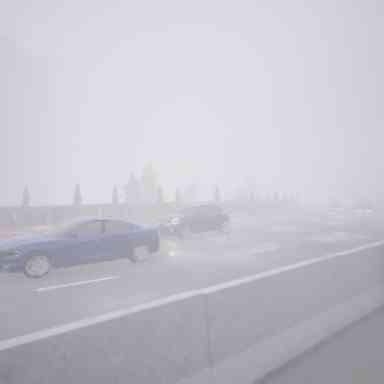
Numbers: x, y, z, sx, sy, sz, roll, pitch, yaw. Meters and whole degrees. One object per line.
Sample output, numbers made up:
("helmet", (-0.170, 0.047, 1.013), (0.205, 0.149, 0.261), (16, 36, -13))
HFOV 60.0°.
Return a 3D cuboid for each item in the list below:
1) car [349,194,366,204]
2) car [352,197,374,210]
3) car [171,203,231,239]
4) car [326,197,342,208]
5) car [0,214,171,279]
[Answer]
("car", (33.259, 1.332, 66.599), (2.150, 2.045, 5.566), (-1, 0, 11))
("car", (22.885, 1.682, 44.252), (1.994, 1.385, 4.181), (-1, -1, 24))
("car", (0.003, 1.419, 17.948), (4.553, 1.767, 2.097), (0, 0, -44))
("car", (22.520, 1.537, 52.847), (2.097, 1.767, 4.553), (-1, -1, 19))
("car", (-3.352, 1.523, 10.441), (5.008, 1.535, 1.882), (0, 0, -39))
